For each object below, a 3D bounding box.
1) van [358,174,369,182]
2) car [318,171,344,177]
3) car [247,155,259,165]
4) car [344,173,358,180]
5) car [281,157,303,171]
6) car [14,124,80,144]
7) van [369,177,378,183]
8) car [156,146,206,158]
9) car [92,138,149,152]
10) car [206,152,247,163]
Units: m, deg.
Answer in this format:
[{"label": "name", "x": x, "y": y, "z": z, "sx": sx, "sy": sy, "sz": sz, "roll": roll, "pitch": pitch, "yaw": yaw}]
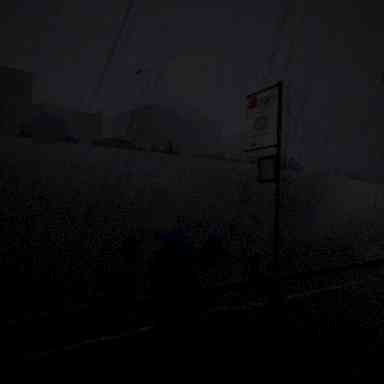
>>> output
[{"label": "van", "x": 27.840, "y": -2.030, "z": 56.456, "sx": 4.442, "sy": 1.987, "sz": 1.878, "roll": 4, "pitch": -2, "yaw": -44}, {"label": "car", "x": 19.769, "y": -2.351, "z": 48.673, "sx": 4.674, "sy": 1.452, "sz": 2.002, "roll": 4, "pitch": -2, "yaw": -43}, {"label": "car", "x": 7.262, "y": -3.226, "z": 37.711, "sx": 4.553, "sy": 1.767, "sz": 2.185, "roll": 3, "pitch": -1, "yaw": -39}, {"label": "car", "x": 23.782, "y": -2.072, "z": 52.486, "sx": 4.674, "sy": 1.452, "sz": 2.002, "roll": 4, "pitch": -2, "yaw": -44}, {"label": "car", "x": 11.567, "y": -3.135, "z": 41.310, "sx": 5.566, "sy": 2.045, "sz": 2.435, "roll": 3, "pitch": -1, "yaw": -40}, {"label": "car", "x": -10.539, "y": -3.950, "z": 24.300, "sx": 4.553, "sy": 1.767, "sz": 2.185, "roll": 2, "pitch": -1, "yaw": -34}, {"label": "van", "x": 31.692, "y": -1.709, "z": 60.424, "sx": 1.878, "sy": 1.987, "sz": 4.442, "roll": 1, "pitch": -3, "yaw": 44}, {"label": "car", "x": -1.424, "y": -3.430, "z": 30.870, "sx": 4.674, "sy": 1.452, "sz": 2.002, "roll": 2, "pitch": -1, "yaw": -36}, {"label": "car", "x": -5.868, "y": -3.614, "z": 27.601, "sx": 4.792, "sy": 1.488, "sz": 2.163, "roll": 2, "pitch": -1, "yaw": -35}, {"label": "car", "x": 2.872, "y": -3.297, "z": 34.175, "sx": 4.892, "sy": 1.521, "sz": 2.231, "roll": 2, "pitch": -1, "yaw": -38}]
